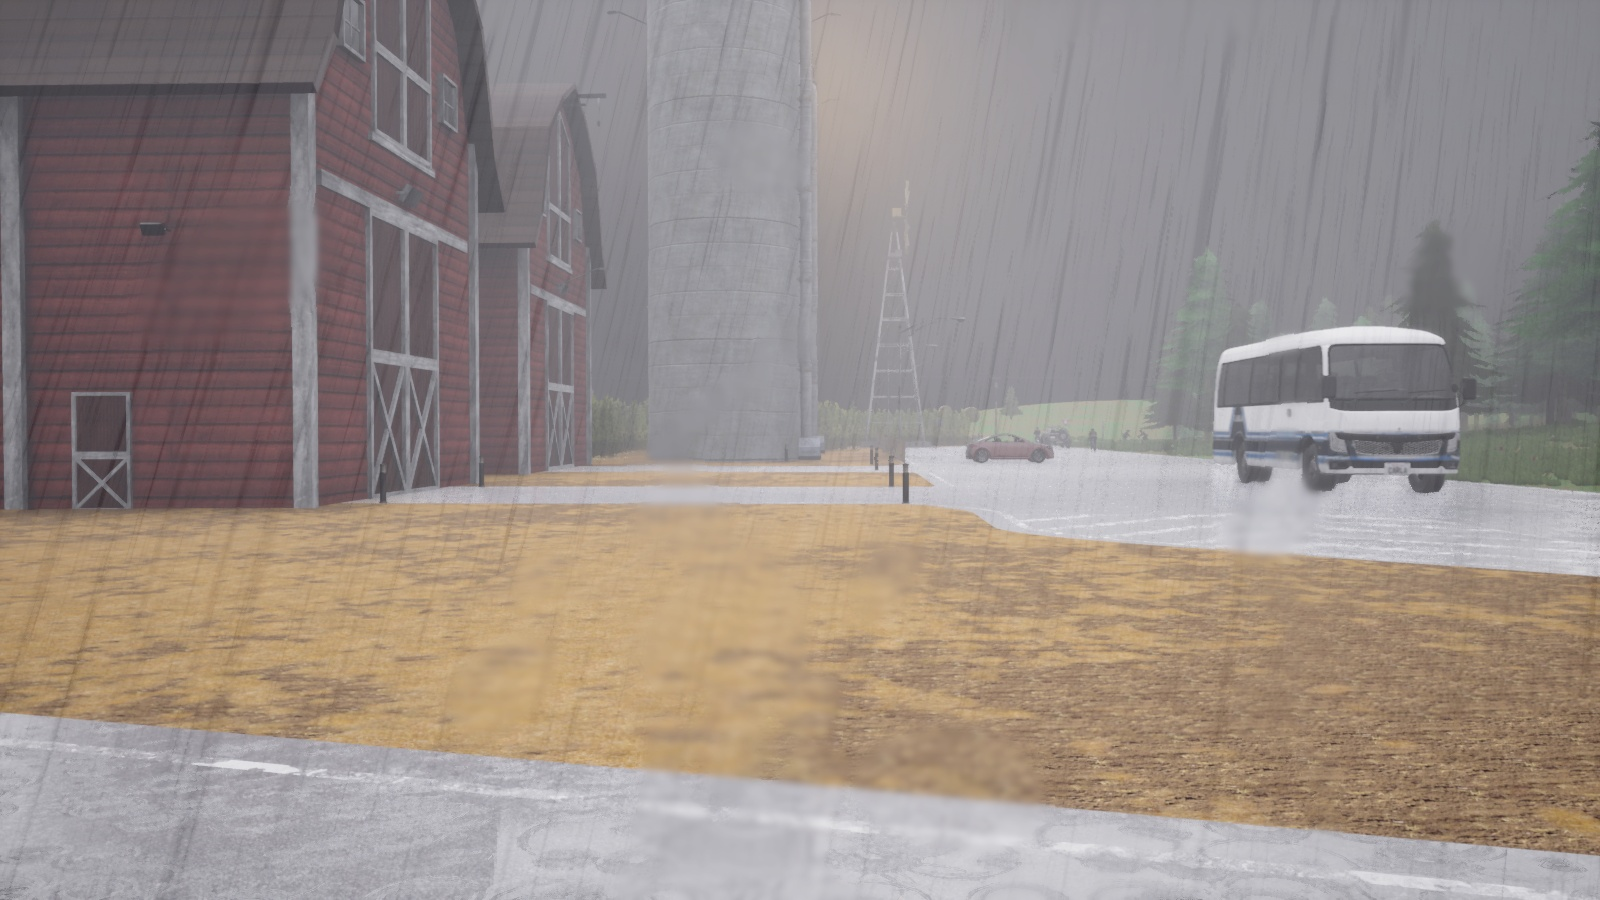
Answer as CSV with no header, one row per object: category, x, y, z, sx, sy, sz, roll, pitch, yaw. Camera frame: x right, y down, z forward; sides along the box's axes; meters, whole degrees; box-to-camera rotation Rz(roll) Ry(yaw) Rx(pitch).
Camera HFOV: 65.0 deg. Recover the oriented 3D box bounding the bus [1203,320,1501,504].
bus,14.502,-0.978,34.405,3.944,4.253,10.273,0,1,2
